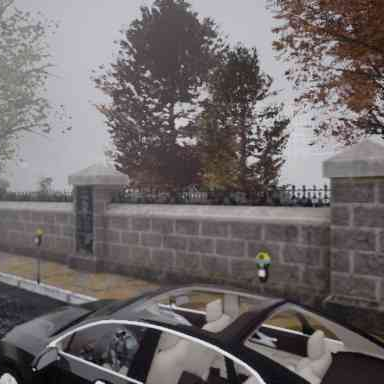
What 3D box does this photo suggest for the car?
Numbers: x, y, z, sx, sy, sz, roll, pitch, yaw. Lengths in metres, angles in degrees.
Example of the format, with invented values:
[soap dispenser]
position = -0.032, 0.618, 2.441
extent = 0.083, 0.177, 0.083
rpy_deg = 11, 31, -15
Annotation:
[car]
position = -0.126, 1.561, 2.967
extent = 4.403, 1.369, 2.008
rpy_deg = 0, 0, 36
